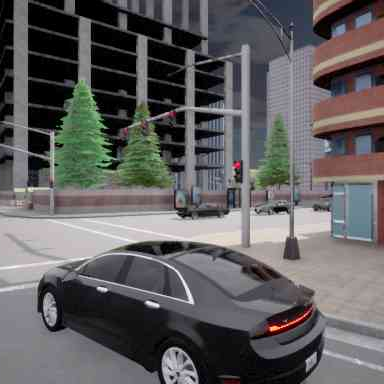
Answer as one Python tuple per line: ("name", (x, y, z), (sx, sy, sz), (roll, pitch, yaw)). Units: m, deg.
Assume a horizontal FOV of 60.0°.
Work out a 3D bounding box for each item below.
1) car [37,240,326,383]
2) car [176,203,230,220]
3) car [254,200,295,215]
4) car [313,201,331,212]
("car", (-0.585, 1.505, 5.050), (4.892, 1.490, 1.837), (0, 0, 41))
("car", (0.987, 1.656, 29.111), (4.718, 1.301, 1.895), (0, 0, -36))
("car", (8.579, 1.547, 34.530), (4.902, 1.511, 2.128), (0, 0, -35))
("car", (16.675, 1.407, 40.284), (4.553, 1.767, 2.097), (0, 0, -35))
